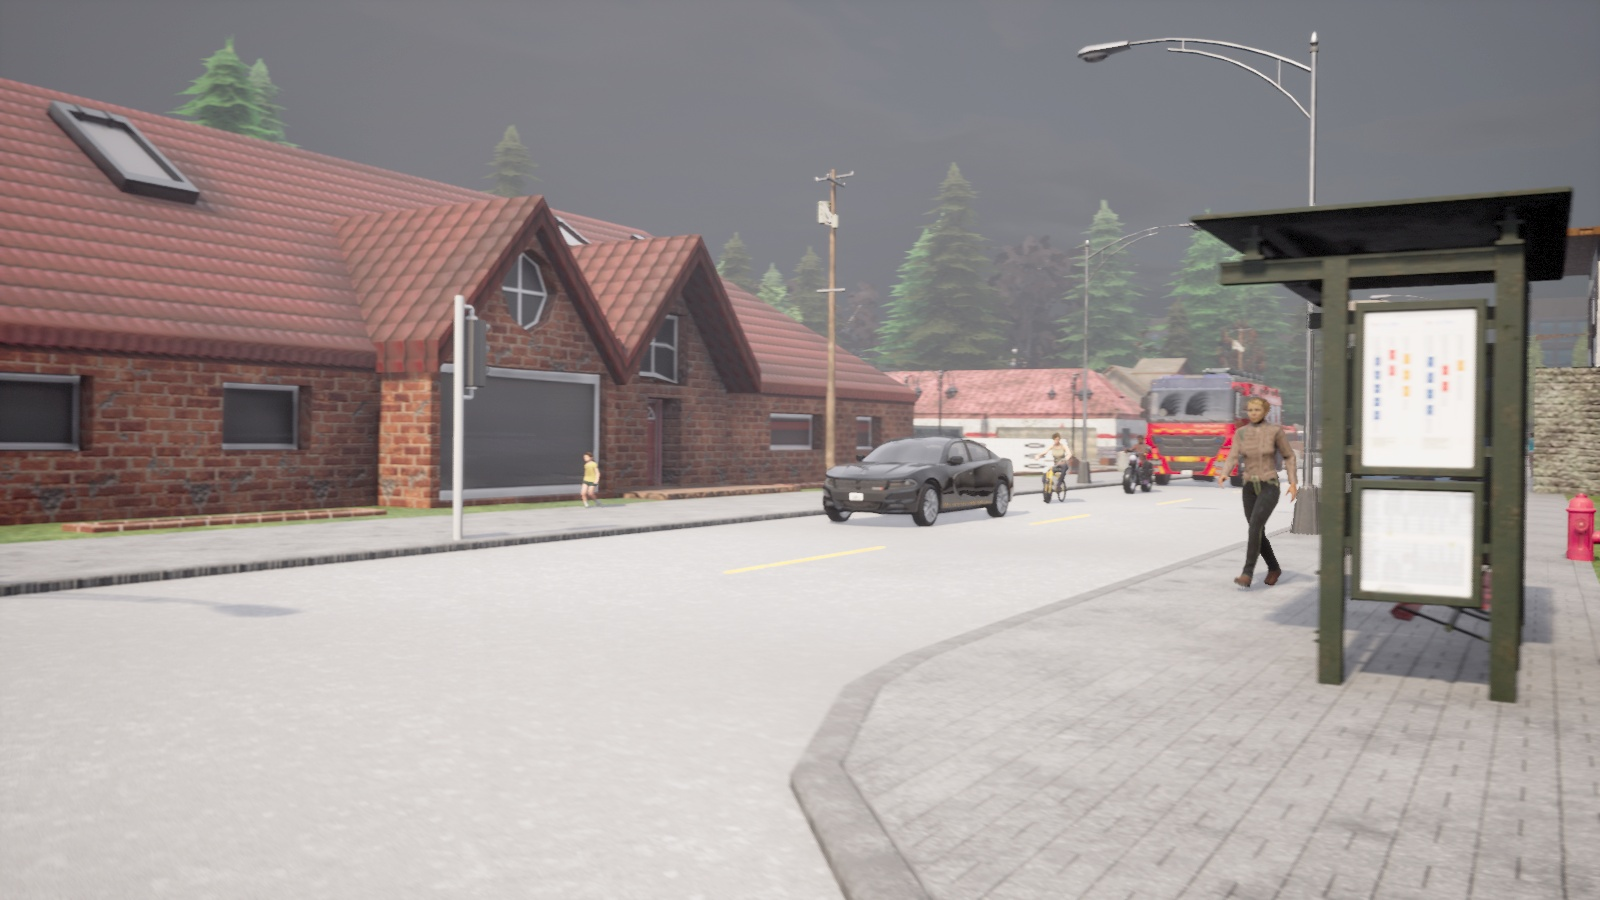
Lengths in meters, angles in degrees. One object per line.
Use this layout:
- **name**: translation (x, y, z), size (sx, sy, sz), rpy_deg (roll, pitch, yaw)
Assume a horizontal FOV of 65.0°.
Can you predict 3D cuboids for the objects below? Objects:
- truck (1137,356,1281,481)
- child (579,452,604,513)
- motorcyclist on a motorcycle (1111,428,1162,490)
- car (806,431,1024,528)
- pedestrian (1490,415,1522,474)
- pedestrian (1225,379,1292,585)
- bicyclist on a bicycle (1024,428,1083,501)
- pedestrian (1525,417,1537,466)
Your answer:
- **truck**: translation (14.080, -1.015, 42.718), size (2.891, 3.827, 8.468), rpy_deg (0, 1, 31)
- **child**: translation (-3.849, 0.591, 23.181), size (0.255, 1.110, 0.394), rpy_deg (0, 1, 34)
- **motorcyclist on a motorcycle**: translation (9.278, 0.227, 34.568), size (0.766, 1.649, 2.350), rpy_deg (0, 1, 31)
- **car**: translation (2.211, 0.441, 22.550), size (1.882, 1.535, 5.008), rpy_deg (0, 1, 31)
- **pedestrian**: translation (22.891, -0.183, 40.693), size (0.874, 1.855, 0.900), rpy_deg (0, 1, 31)
- **pedestrian**: translation (4.238, 0.281, 11.598), size (0.634, 1.846, 0.331), rpy_deg (-1, 1, -44)
- **bicyclist on a bicycle**: translation (5.808, 0.305, 28.677), size (0.866, 1.612, 1.509), rpy_deg (0, 1, 30)
- **pedestrian**: translation (28.822, -0.326, 49.514), size (0.396, 1.930, 0.692), rpy_deg (0, 1, 31)
